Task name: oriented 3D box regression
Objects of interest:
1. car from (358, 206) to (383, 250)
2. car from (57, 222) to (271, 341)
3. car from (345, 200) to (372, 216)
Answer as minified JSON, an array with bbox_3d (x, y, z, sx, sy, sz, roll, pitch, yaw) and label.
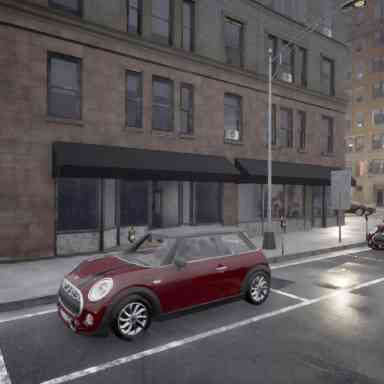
[{"bbox_3d":[8.555,1.445,12.813,4.097,1.590,1.967,0,0,-35],"label":"car"},{"bbox_3d":[-0.406,1.441,6.456,4.097,1.590,1.967,0,0,-35],"label":"car"},{"bbox_3d":[14.774,1.403,31.720,1.882,1.535,5.008,1,0,-37],"label":"car"}]
